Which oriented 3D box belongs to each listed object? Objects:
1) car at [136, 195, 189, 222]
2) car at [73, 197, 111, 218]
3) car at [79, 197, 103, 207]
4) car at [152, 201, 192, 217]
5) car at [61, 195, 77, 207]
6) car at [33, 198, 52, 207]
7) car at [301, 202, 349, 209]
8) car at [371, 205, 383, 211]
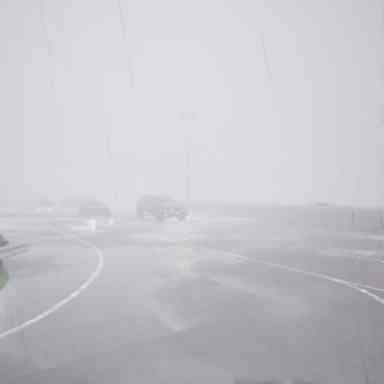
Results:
[{"bbox_3d":[-2.610,1.240,26.921,2.150,2.045,5.566,1,0,-35],"label":"car"},{"bbox_3d":[-8.770,1.476,29.653,1.837,1.490,4.892,1,0,-35],"label":"car"},{"bbox_3d":[-15.968,1.492,52.457,2.033,1.411,5.357,1,0,-35],"label":"car"},{"bbox_3d":[-2.036,1.596,32.228,1.994,1.385,4.181,1,0,-35],"label":"car"},{"bbox_3d":[-17.448,1.277,48.409,2.097,1.767,4.553,1,0,-34],"label":"car"},{"bbox_3d":[-21.811,1.489,48.600,1.895,1.301,4.718,1,0,-35],"label":"car"},{"bbox_3d":[11.960,1.627,30.835,1.882,1.535,5.008,1,0,-35],"label":"car"},{"bbox_3d":[21.675,1.717,35.258,1.882,1.535,5.008,1,0,-35],"label":"car"}]
